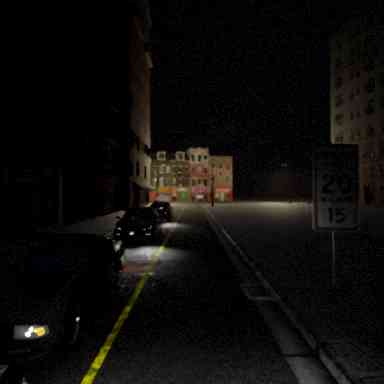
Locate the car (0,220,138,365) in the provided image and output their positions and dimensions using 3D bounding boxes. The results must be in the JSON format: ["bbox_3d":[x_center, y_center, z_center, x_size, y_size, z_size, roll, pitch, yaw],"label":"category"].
[{"bbox_3d":[-2.585,1.550,6.451,2.033,1.411,5.357,0,0,0],"label":"car"}]

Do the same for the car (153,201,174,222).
[{"bbox_3d":[-2.520,1.526,26.937,1.837,1.490,4.892,0,0,0],"label":"car"}]

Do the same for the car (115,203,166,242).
[{"bbox_3d":[-2.555,1.514,16.595,1.837,1.490,4.892,0,0,0],"label":"car"}]
